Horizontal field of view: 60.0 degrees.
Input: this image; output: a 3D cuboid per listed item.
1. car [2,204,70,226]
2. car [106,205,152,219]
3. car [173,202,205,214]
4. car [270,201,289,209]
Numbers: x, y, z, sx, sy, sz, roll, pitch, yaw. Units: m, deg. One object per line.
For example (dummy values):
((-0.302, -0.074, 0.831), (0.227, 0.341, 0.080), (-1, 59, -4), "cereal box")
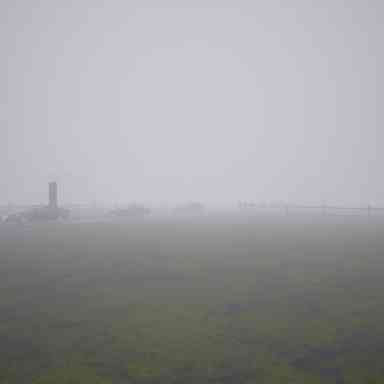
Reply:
((-11.851, 1.718, 25.615), (2.128, 1.511, 4.902), (-1, -1, 35), "car")
((-6.297, 1.947, 33.472), (1.895, 1.301, 4.718), (-1, -1, 35), "car")
((-0.343, 1.951, 41.883), (1.882, 1.535, 5.008), (-1, -1, 35), "car")
((15.676, 2.260, 59.465), (2.033, 1.411, 5.357), (-1, -1, 36), "car")
